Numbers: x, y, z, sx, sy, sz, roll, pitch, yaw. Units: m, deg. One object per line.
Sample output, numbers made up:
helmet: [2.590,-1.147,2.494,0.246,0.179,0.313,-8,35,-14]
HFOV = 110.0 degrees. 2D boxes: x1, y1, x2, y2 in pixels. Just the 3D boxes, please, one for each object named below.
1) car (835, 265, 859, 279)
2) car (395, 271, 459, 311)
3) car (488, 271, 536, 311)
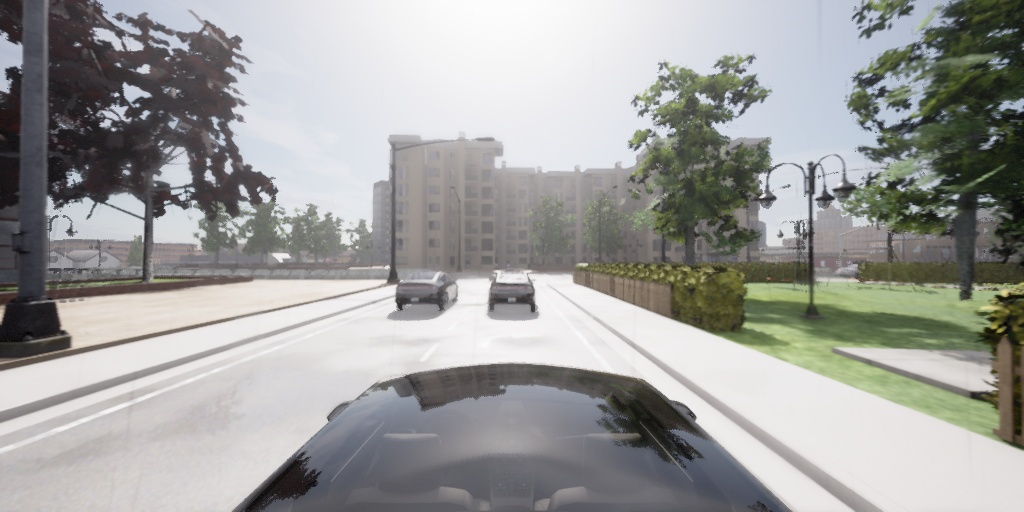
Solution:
car: [37.554,1.663,38.507,4.674,1.442,1.812,0,-1,1]
car: [-3.480,1.386,15.334,2.128,1.511,4.902,0,0,0]
car: [0.020,1.386,15.331,2.128,1.511,4.902,0,0,0]
